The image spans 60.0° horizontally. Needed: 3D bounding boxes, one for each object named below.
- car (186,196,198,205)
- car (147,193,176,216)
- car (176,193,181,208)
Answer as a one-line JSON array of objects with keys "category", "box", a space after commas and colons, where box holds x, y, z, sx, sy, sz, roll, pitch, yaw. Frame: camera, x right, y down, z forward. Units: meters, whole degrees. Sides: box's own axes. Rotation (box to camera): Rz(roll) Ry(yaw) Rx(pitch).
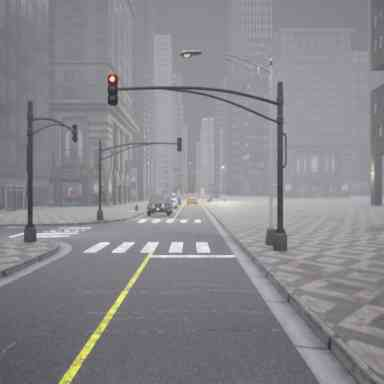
[{"category": "car", "box": [0.012, 1.475, 57.607, 1.882, 1.535, 5.008, 0, 0, 0]}, {"category": "car", "box": [-3.088, 1.213, 32.928, 2.150, 2.045, 5.566, 0, 0, 0]}, {"category": "car", "box": [-3.084, 1.212, 44.735, 2.150, 2.045, 5.566, 0, 0, 0]}]
